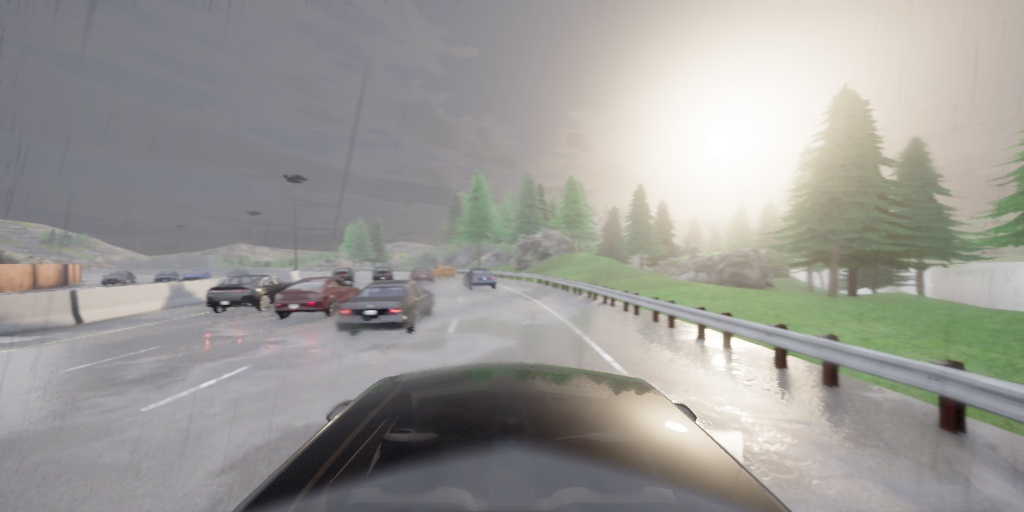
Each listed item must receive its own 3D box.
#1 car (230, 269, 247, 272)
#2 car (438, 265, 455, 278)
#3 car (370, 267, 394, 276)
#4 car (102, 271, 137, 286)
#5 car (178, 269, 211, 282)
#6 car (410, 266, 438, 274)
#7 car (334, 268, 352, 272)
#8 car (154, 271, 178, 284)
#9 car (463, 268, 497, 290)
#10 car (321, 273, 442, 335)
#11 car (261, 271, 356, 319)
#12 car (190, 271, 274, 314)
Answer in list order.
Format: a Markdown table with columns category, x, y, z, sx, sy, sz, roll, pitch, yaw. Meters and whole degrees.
| category | x | y | z | sx | sy | sz | roll | pitch | yaw |
| --- | --- | --- | --- | --- | --- | --- | --- | --- | --- |
| car | -31.725 | 2.243 | 41.629 | 1.837 | 1.490 | 4.892 | 0 | -1 | -33 |
| car | -8.019 | 1.771 | 41.819 | 1.882 | 1.535 | 5.008 | -1 | 0 | -24 |
| car | -12.502 | 1.812 | 34.570 | 1.837 | 1.490 | 4.892 | -1 | -1 | -21 |
| car | -42.369 | 2.416 | 38.776 | 1.837 | 1.490 | 4.892 | 0 | -1 | -35 |
| car | -34.314 | 2.240 | 39.176 | 1.882 | 1.535 | 5.008 | -1 | -1 | -32 |
| car | -8.625 | 1.794 | 34.098 | 1.994 | 1.385 | 4.181 | -1 | -1 | -20 |
| car | -16.269 | 1.884 | 34.645 | 1.837 | 1.490 | 4.892 | -1 | -1 | -21 |
| car | -40.644 | 2.461 | 42.414 | 2.033 | 1.411 | 5.357 | -1 | -1 | -37 |
| car | -2.371 | 1.577 | 25.652 | 2.033 | 1.411 | 5.357 | -1 | -1 | -14 |
| car | -3.659 | 1.460 | 11.285 | 2.033 | 1.411 | 5.357 | -1 | -1 | -4 |
| car | -7.503 | 1.540 | 14.252 | 1.812 | 1.442 | 4.674 | -1 | -1 | -5 |
| car | -11.268 | 1.594 | 16.040 | 2.128 | 1.511 | 4.902 | -1 | -1 | -8 |
